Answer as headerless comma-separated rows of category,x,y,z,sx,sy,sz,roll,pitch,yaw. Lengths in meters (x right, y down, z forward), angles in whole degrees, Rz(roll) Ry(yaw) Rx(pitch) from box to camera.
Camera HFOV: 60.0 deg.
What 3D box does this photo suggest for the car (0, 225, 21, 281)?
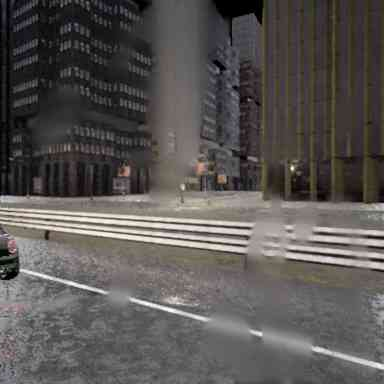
car,-6.492,1.339,8.647,4.553,1.767,2.097,0,0,36
